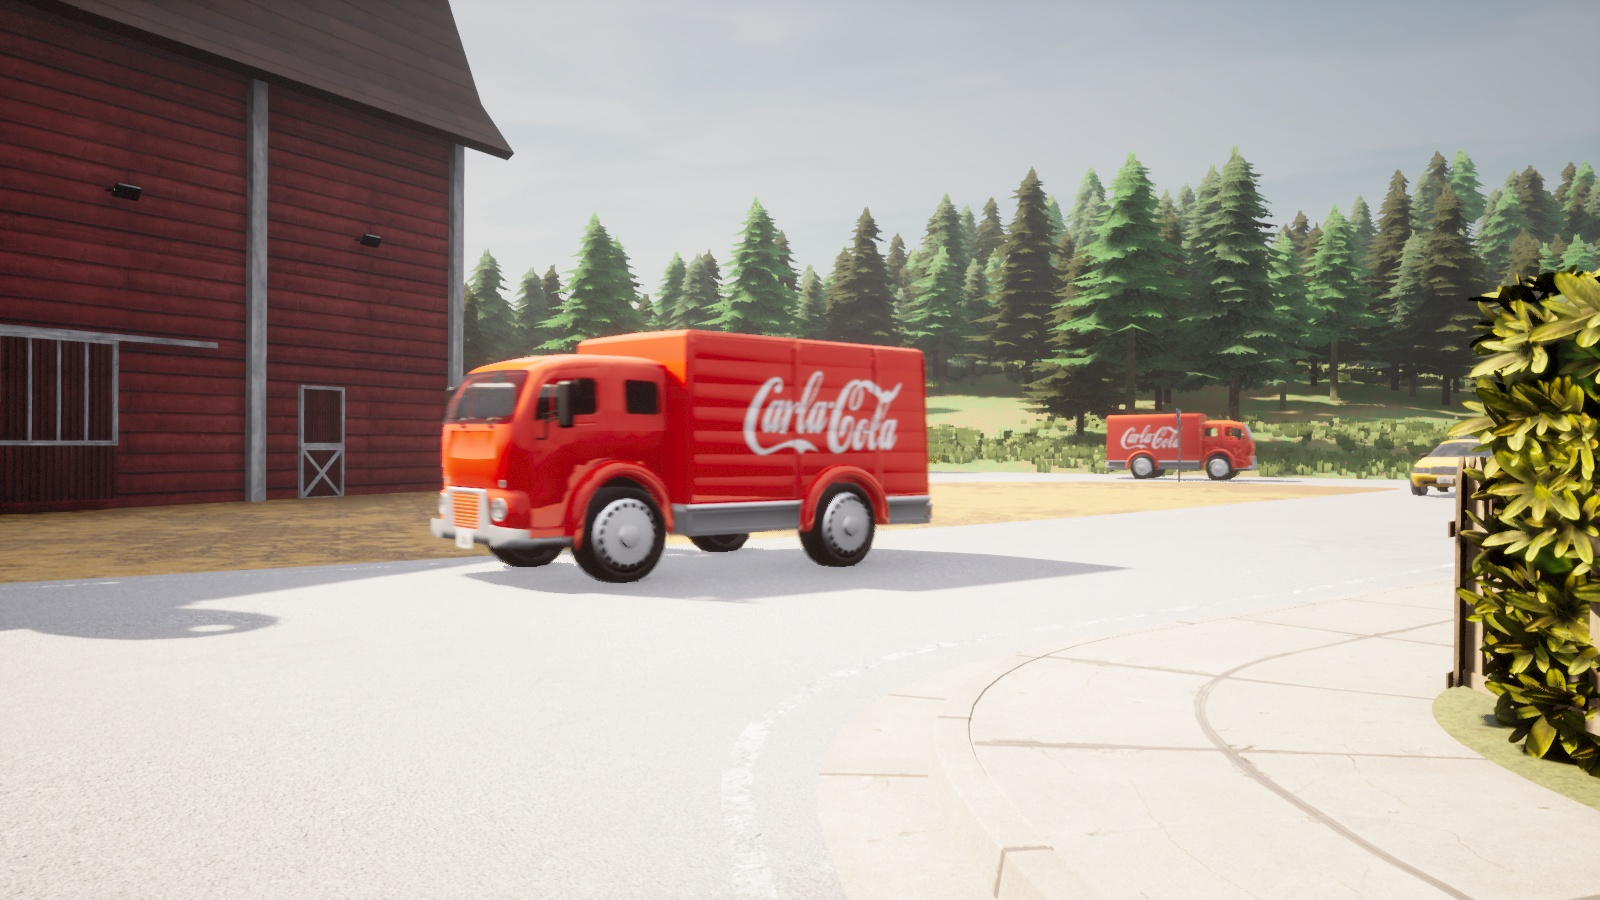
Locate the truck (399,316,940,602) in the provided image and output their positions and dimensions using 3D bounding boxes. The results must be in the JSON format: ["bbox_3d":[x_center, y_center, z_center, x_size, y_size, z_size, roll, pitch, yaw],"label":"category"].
[{"bbox_3d":[-1.255,0.038,13.523,5.204,2.467,2.627,-1,1,-40],"label":"truck"}]

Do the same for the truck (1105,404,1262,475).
[{"bbox_3d":[14.299,-0.375,46.839,5.204,2.467,2.627,-1,0,26],"label":"truck"}]

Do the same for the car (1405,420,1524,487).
[{"bbox_3d":[17.267,0.047,32.499,1.801,1.575,5.366,0,1,38],"label":"car"}]
